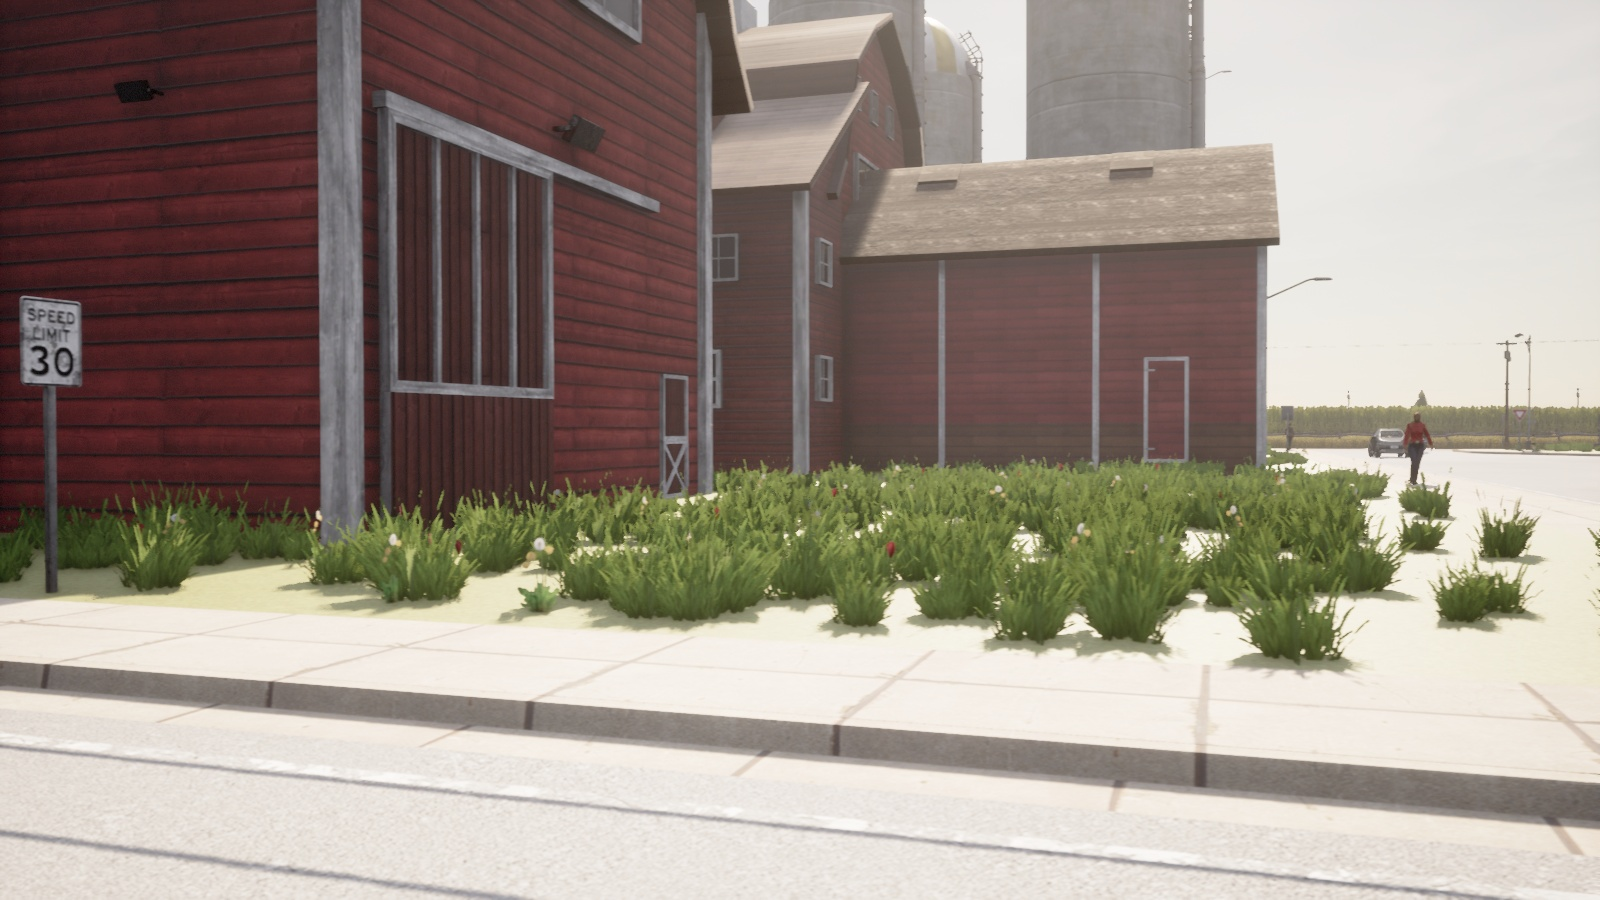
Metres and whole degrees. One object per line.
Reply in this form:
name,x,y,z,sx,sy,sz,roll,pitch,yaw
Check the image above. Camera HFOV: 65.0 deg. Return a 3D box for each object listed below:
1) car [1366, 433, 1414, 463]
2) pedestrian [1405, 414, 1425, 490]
car,31.260,-0.127,66.606,1.789,1.549,3.705,1,1,18
pedestrian,15.154,0.052,30.936,0.331,1.846,0.636,1,1,18
